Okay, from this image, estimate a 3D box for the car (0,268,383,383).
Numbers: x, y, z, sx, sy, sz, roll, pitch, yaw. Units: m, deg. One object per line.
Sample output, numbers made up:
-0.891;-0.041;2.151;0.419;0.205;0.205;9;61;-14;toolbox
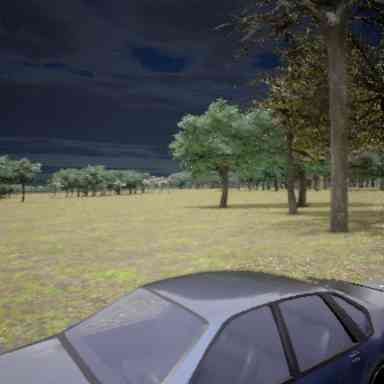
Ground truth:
0.210;1.546;3.095;5.357;1.411;2.033;0;0;-35;car
